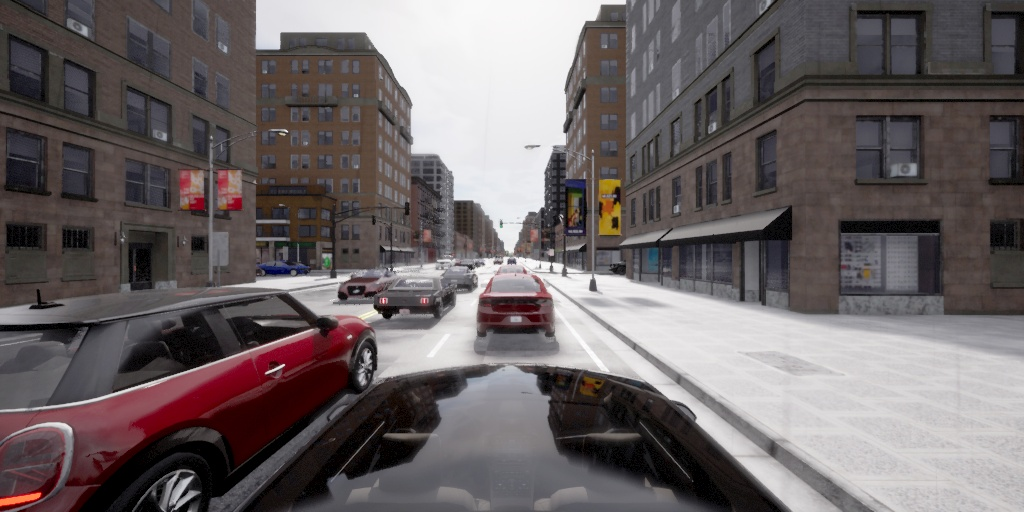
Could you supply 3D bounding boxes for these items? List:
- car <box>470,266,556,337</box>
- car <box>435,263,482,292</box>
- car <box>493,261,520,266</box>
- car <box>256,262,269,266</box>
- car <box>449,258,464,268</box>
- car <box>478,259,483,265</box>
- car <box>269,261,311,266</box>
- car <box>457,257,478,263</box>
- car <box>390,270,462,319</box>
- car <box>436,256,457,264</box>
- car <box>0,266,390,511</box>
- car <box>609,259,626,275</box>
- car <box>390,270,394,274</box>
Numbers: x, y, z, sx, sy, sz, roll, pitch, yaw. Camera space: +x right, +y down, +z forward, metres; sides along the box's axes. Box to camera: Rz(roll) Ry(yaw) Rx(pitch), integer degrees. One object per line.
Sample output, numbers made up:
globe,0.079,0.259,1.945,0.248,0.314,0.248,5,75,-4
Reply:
car,0.099,1.227,10.293,1.882,1.535,5.008,0,0,0
car,-3.157,1.313,21.533,1.994,1.385,4.181,0,0,0
car,-0.004,1.227,19.868,1.882,1.535,5.008,0,0,0
car,-25.425,1.169,33.112,4.097,1.591,1.967,0,0,0
car,-9.829,1.216,63.621,1.882,1.535,5.008,0,0,0
car,-6.585,1.340,62.705,1.895,1.301,4.718,0,0,0
car,-22.757,1.218,35.638,5.008,1.535,1.882,0,0,0
car,-6.605,1.221,53.366,1.882,1.535,5.008,0,0,-1
car,-3.153,1.350,12.768,1.895,1.301,4.718,0,0,0
car,-9.835,0.964,53.621,2.150,2.045,5.566,0,0,2
car,-3.153,1.102,3.810,2.097,1.767,4.553,0,0,0
car,13.364,1.009,38.767,5.566,2.045,2.150,0,0,0
car,-6.604,1.314,17.193,1.994,1.385,4.181,0,0,0
